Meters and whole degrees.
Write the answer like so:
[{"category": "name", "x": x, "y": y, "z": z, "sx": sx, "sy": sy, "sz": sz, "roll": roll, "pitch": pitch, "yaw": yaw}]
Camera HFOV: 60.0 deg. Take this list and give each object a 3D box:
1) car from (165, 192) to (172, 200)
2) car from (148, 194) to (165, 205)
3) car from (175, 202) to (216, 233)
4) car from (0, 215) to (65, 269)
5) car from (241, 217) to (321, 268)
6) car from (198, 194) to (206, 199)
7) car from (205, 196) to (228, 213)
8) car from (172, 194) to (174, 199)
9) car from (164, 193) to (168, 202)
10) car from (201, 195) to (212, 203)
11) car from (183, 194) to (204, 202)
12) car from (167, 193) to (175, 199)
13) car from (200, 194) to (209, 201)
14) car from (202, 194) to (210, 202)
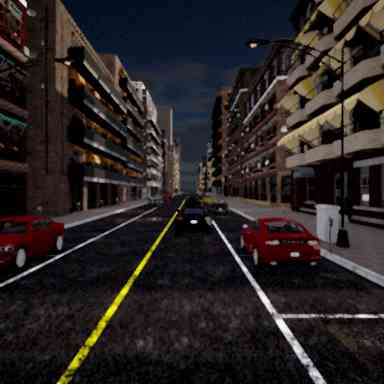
[{"category": "car", "x": -5.704, "y": 1.186, "z": 67.288, "sx": 1.887, "sy": 1.381, "sz": 4.507, "roll": 0, "pitch": 0, "yaw": 0}, {"category": "car", "x": -5.700, "y": 1.283, "z": 50.379, "sx": 2.008, "sy": 1.369, "sz": 4.403, "roll": 0, "pitch": 0, "yaw": 0}, {"category": "car", "x": 0.096, "y": 1.465, "z": 18.719, "sx": 1.994, "sy": 1.385, "sz": 4.181, "roll": 0, "pitch": 0, "yaw": 0}, {"category": "car", "x": -5.691, "y": 1.487, "z": 10.927, "sx": 1.887, "sy": 1.381, "sz": 4.507, "roll": 0, "pitch": 0, "yaw": 0}, {"category": "car", "x": 2.689, "y": 1.487, "z": 10.924, "sx": 1.887, "sy": 1.381, "sz": 4.507, "roll": 0, "pitch": 0, "yaw": 0}, {"category": "car", "x": 2.672, "y": 1.102, "z": 89.830, "sx": 1.802, "sy": 1.307, "sz": 4.206, "roll": 0, "pitch": 0, "yaw": 0}, {"category": "car", "x": 2.684, "y": 1.374, "z": 33.468, "sx": 2.008, "sy": 1.369, "sz": 4.403, "roll": 0, "pitch": 0, "yaw": 0}, {"category": "car", "x": -5.705, "y": 0.896, "z": 78.559, "sx": 2.192, "sy": 1.841, "sz": 5.009, "roll": 0, "pitch": 0, "yaw": 0}, {"category": "car", "x": -5.702, "y": 1.253, "z": 56.015, "sx": 2.008, "sy": 1.369, "sz": 4.403, "roll": 0, "pitch": 0, "yaw": 0}, {"category": "car", "x": 2.678, "y": 1.238, "z": 61.649, "sx": 1.947, "sy": 1.339, "sz": 4.313, "roll": 0, "pitch": 0, "yaw": 0}, {"category": "car", "x": 0.092, "y": 1.312, "z": 36.489, "sx": 1.837, "sy": 1.490, "sz": 4.892, "roll": 0, "pitch": 0, "yaw": 0}, {"category": "car", "x": -5.708, "y": 1.046, "z": 89.662, "sx": 1.752, "sy": 1.417, "sz": 4.829, "roll": 0, "pitch": 0, "yaw": 0}, {"category": "car", "x": 2.675, "y": 1.193, "z": 72.922, "sx": 1.802, "sy": 1.307, "sz": 4.206, "roll": 0, "pitch": 0, "yaw": 0}, {"category": "car", "x": 2.680, "y": 1.227, "z": 56.183, "sx": 1.752, "sy": 1.417, "sz": 4.829, "roll": 0, "pitch": 0, "yaw": 0}]
